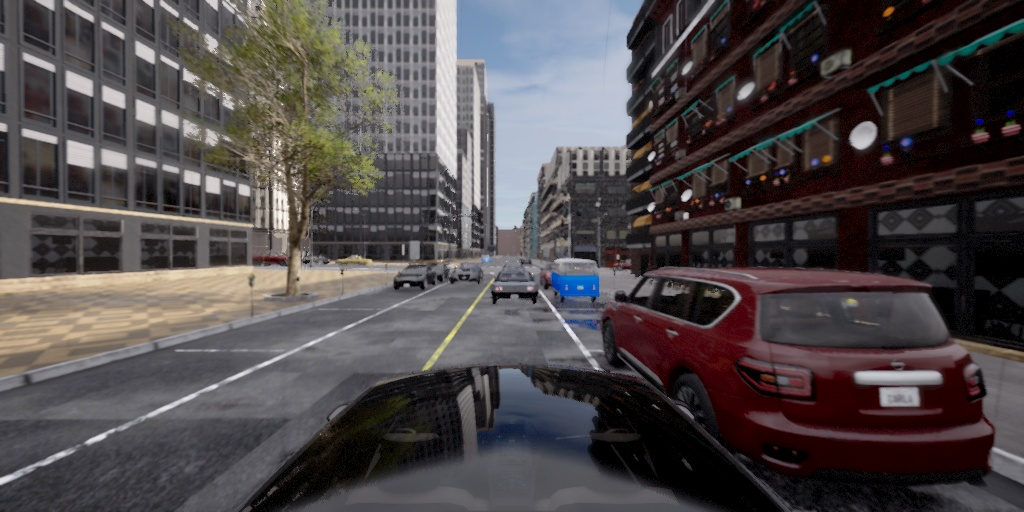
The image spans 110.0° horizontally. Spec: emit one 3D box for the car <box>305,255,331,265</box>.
[{"bbox_3d":[-27.473,0.534,49.734,4.313,1.339,1.948,0,0,-1],"label":"car"}]

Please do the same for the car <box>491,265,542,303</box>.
[{"bbox_3d":[0.105,1.265,15.959,1.895,1.301,4.718,0,0,0],"label":"car"}]

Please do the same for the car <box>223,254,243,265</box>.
[{"bbox_3d":[-32.991,0.505,41.292,4.313,1.339,1.948,0,0,-1],"label":"car"}]

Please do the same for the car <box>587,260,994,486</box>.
[{"bbox_3d":[2.691,1.045,4.880,2.192,1.841,5.009,0,0,0],"label":"car"}]

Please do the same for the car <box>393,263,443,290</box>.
[{"bbox_3d":[-5.683,1.197,21.535,1.948,1.339,4.313,0,0,0],"label":"car"}]

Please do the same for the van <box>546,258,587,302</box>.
[{"bbox_3d":[2.695,1.005,15.982,1.690,1.789,3.998,0,0,0],"label":"van"}]

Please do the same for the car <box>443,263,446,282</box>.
[{"bbox_3d":[-5.682,1.166,26.781,1.948,1.339,4.313,0,0,0],"label":"car"}]

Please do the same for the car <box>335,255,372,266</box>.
[{"bbox_3d":[-22.028,0.597,49.882,4.829,1.417,1.751,0,0,-1],"label":"car"}]

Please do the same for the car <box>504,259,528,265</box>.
[{"bbox_3d":[0.086,1.176,31.138,1.895,1.301,4.718,0,0,-1],"label":"car"}]

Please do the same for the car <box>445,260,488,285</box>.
[{"bbox_3d":[-3.028,1.177,24.725,1.994,1.385,4.181,0,0,1],"label":"car"}]

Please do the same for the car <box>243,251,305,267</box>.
[{"bbox_3d":[-27.373,0.358,41.354,5.009,1.841,2.192,0,0,-1],"label":"car"}]

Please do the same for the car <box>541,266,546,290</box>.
[{"bbox_3d":[2.697,1.071,21.533,1.967,1.591,4.097,0,0,0],"label":"car"}]
